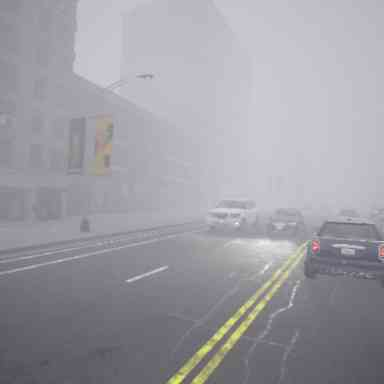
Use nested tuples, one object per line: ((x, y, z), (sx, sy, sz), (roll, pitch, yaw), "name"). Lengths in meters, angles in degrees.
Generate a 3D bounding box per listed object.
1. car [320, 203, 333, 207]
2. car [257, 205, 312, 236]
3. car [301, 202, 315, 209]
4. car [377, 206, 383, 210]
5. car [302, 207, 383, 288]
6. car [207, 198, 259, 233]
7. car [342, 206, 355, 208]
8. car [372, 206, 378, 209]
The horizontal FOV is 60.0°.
((23.419, 2.734, 57.710), (1.882, 1.535, 5.008), (2, -1, 26), "car")
((5.870, 1.762, 20.587), (2.128, 1.511, 4.902), (2, 0, 25), "car")
((20.549, 2.530, 59.232), (2.097, 1.767, 4.553), (2, -1, 26), "car")
((15.187, 2.077, 24.747), (1.837, 1.490, 4.892), (2, 0, 26), "car")
((4.816, 1.547, 10.247), (2.097, 1.767, 4.553), (2, 0, 25), "car")
((2.880, 1.408, 21.865), (2.150, 2.045, 5.566), (2, 0, 26), "car")
((16.868, 2.227, 35.864), (1.812, 1.442, 4.674), (2, -1, 25), "car")
((21.631, 2.393, 38.478), (1.837, 1.490, 4.892), (2, 0, 26), "car")
